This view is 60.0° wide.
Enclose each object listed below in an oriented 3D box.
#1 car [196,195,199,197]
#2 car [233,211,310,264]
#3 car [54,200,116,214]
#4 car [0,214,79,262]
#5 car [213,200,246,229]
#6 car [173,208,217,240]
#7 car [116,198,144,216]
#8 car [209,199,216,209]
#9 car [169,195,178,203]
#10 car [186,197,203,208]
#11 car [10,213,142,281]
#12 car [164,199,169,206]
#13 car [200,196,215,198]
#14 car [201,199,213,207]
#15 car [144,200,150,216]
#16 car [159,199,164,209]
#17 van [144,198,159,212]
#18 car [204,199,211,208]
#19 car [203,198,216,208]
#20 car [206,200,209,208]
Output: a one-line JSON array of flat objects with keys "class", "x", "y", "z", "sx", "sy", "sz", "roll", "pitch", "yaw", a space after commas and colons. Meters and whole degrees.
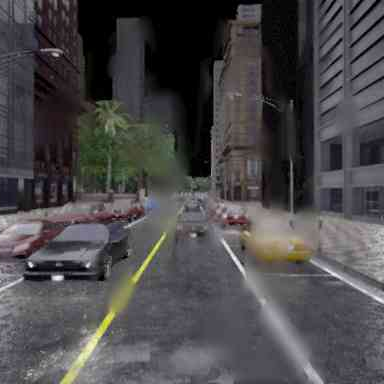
[{"class": "car", "x": 2.729, "y": 2.229, "z": 92.556, "sx": 1.947, "sy": 1.339, "sz": 4.313, "roll": 0, "pitch": 0, "yaw": 0}, {"class": "car", "x": 2.756, "y": 1.610, "z": 12.045, "sx": 1.752, "sy": 1.417, "sz": 4.829, "roll": 0, "pitch": 0, "yaw": 0}, {"class": "car", "x": -5.772, "y": 1.437, "z": 17.309, "sx": 2.192, "sy": 1.841, "sz": 5.009, "roll": 0, "pitch": 0, "yaw": 0}, {"class": "car", "x": -5.769, "y": 1.665, "z": 11.881, "sx": 1.802, "sy": 1.307, "sz": 4.206, "roll": 0, "pitch": 0, "yaw": 0}, {"class": "car", "x": 2.752, "y": 1.601, "z": 22.726, "sx": 1.967, "sy": 1.590, "sz": 4.097, "roll": 0, "pitch": 0, "yaw": 0}, {"class": "car", "x": 0.079, "y": 1.725, "z": 17.567, "sx": 1.895, "sy": 1.301, "sz": 4.718, "roll": 0, "pitch": 0, "yaw": 0}, {"class": "car", "x": -5.776, "y": 1.516, "z": 28.160, "sx": 2.192, "sy": 1.841, "sz": 5.009, "roll": 0, "pitch": 0, "yaw": 0}, {"class": "car", "x": 2.750, "y": 1.641, "z": 28.151, "sx": 1.967, "sy": 1.590, "sz": 4.097, "roll": 0, "pitch": 0, "yaw": 0}, {"class": "car", "x": -5.796, "y": 2.214, "z": 92.573, "sx": 2.008, "sy": 1.369, "sz": 4.403, "roll": 0, "pitch": 0, "yaw": 0}, {"class": "car", "x": 0.085, "y": 1.817, "z": 44.862, "sx": 2.128, "sy": 1.511, "sz": 4.902, "roll": 0, "pitch": -1, "yaw": 0}, {"class": "car", "x": -3.087, "y": 1.620, "z": 10.312, "sx": 2.033, "sy": 1.411, "sz": 5.357, "roll": 0, "pitch": 0, "yaw": 0}, {"class": "car", "x": -5.786, "y": 2.024, "z": 60.715, "sx": 1.802, "sy": 1.307, "sz": 4.206, "roll": 0, "pitch": 0, "yaw": 0}, {"class": "car", "x": 2.742, "y": 1.678, "z": 49.851, "sx": 2.192, "sy": 1.841, "sz": 5.009, "roll": 0, "pitch": 0, "yaw": 0}, {"class": "car", "x": 2.739, "y": 2.008, "z": 60.700, "sx": 1.947, "sy": 1.339, "sz": 4.313, "roll": 0, "pitch": 0, "yaw": 0}, {"class": "car", "x": -5.777, "y": 1.786, "z": 33.584, "sx": 1.887, "sy": 1.381, "sz": 4.507, "roll": 0, "pitch": 0, "yaw": 0}, {"class": "car", "x": -5.783, "y": 1.803, "z": 49.863, "sx": 1.967, "sy": 1.590, "sz": 4.097, "roll": 0, "pitch": 0, "yaw": 0}, {"class": "van", "x": -5.781, "y": 1.664, "z": 44.438, "sx": 1.690, "sy": 1.788, "sz": 3.998, "roll": 0, "pitch": 0, "yaw": 0}, {"class": "car", "x": 2.747, "y": 1.833, "z": 38.999, "sx": 2.008, "sy": 1.369, "sz": 4.403, "roll": 0, "pitch": 0, "yaw": 0}, {"class": "car", "x": 2.745, "y": 1.850, "z": 44.595, "sx": 1.752, "sy": 1.417, "sz": 4.829, "roll": 0, "pitch": 0, "yaw": 0}, {"class": "car", "x": 2.747, "y": 1.786, "z": 33.575, "sx": 1.887, "sy": 1.381, "sz": 4.507, "roll": 0, "pitch": 0, "yaw": 0}]
